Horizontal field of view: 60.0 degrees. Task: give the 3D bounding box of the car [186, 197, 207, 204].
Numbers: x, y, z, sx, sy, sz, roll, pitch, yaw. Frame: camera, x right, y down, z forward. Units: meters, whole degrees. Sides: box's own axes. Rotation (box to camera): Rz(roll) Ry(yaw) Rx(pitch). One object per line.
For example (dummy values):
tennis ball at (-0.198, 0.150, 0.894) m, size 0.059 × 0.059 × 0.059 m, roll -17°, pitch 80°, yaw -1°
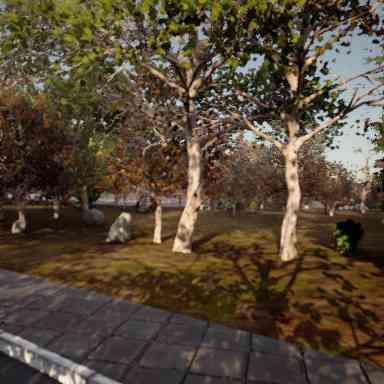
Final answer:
car at (0.696, 2.108, 92.609) m, size 2.435 × 2.045 × 5.566 m, roll 5°, pitch 1°, yaw 42°
